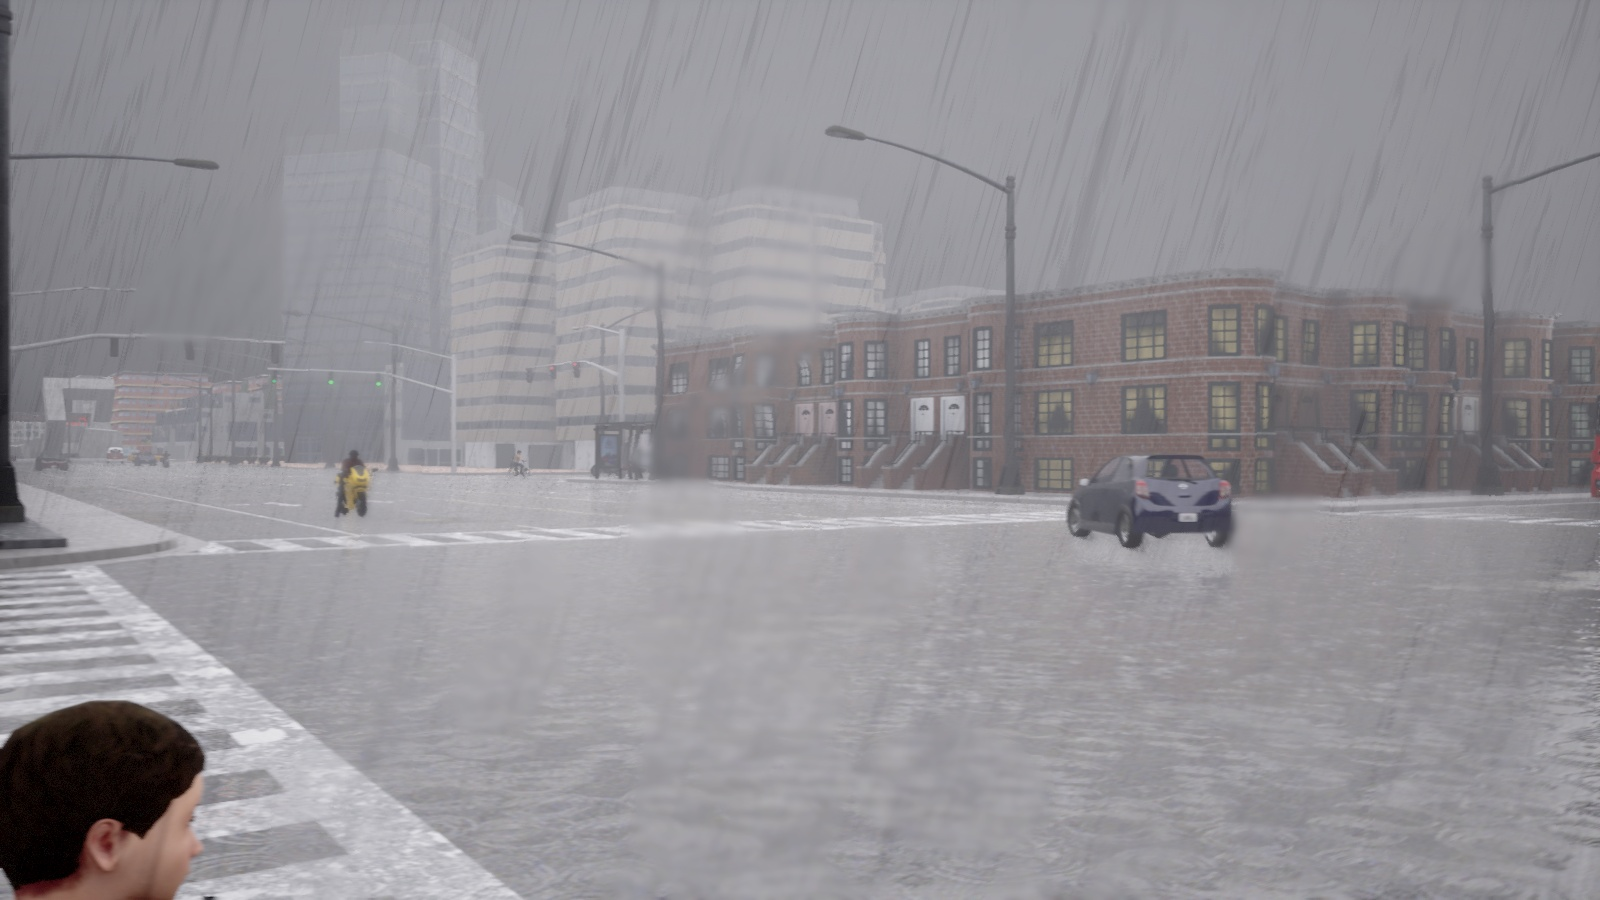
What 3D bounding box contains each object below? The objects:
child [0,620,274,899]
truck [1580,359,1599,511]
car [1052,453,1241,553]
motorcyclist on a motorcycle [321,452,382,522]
[{"bbox_3d":[-0.736,0.814,1.093,0.270,1.263,0.437,0,0,37],"label":"child"},{"bbox_3d":[24.234,-0.389,33.317,8.468,3.827,2.891,0,0,-35],"label":"truck"},{"bbox_3d":[5.609,0.798,20.785,1.845,1.501,3.633,0,0,-6],"label":"car"},{"bbox_3d":[-10.273,0.819,28.741,0.797,1.523,2.044,0,0,-35],"label":"motorcyclist on a motorcycle"}]
